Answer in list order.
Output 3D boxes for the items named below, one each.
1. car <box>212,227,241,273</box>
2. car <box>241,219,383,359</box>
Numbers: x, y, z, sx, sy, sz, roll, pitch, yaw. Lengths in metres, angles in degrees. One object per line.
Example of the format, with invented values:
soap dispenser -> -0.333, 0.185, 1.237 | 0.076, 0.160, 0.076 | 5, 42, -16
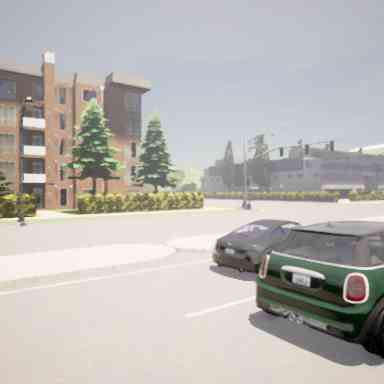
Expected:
car -> 2.618, 1.508, 9.932 | 4.181, 1.385, 1.994 | -1, 0, -36
car -> 3.343, 1.306, 6.149 | 4.553, 1.767, 2.097 | 0, 0, -36
